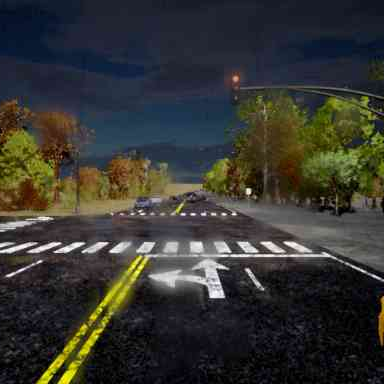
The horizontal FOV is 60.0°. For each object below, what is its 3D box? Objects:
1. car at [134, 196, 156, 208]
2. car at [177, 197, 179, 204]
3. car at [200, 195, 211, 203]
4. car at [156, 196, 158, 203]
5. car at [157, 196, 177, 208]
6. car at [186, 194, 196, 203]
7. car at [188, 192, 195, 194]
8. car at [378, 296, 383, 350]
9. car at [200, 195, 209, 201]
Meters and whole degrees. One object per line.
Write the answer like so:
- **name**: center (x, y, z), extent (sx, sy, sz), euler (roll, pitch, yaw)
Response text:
- **car**: center (-6.731, 1.352, 46.599), extent (2.097, 1.767, 4.553), euler (0, 0, 0)
- **car**: center (-3.487, 1.506, 62.721), extent (1.837, 1.490, 4.892), euler (0, 0, 0)
- **car**: center (3.068, 1.501, 71.556), extent (2.128, 1.511, 4.902), euler (0, 0, 0)
- **car**: center (-6.730, 1.528, 63.588), extent (1.812, 1.442, 4.674), euler (0, 0, 0)
- **car**: center (-3.483, 1.601, 47.075), extent (1.895, 1.301, 4.718), euler (0, 0, 0)
- **car**: center (-0.173, 1.604, 70.795), extent (1.895, 1.301, 4.718), euler (0, 0, 0)
- **car**: center (-0.231, 1.107, 80.899), extent (2.150, 2.045, 5.566), euler (0, 0, 0)
- **car**: center (3.332, 1.464, 2.280), extent (1.882, 1.535, 5.008), euler (-1, 0, 0)
- **car**: center (3.016, 1.454, 81.711), extent (2.033, 1.411, 5.357), euler (0, 0, 0)
